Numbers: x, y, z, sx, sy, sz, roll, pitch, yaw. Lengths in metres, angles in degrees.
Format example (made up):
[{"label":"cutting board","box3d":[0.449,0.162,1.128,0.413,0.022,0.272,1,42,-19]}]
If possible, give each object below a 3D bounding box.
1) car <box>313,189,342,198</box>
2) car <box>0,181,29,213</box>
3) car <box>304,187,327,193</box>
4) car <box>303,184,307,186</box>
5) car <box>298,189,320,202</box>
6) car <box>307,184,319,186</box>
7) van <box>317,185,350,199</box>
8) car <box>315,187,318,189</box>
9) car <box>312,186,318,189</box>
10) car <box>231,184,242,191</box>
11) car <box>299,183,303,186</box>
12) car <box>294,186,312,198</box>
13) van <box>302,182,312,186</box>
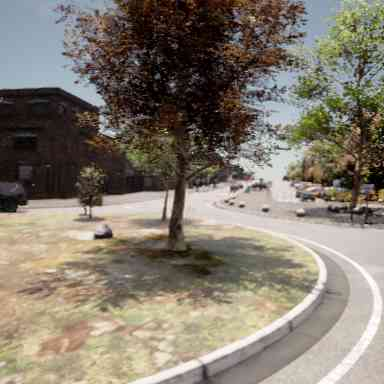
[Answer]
[{"label":"car","box3d":[25.676,0.235,63.081,4.792,1.488,2.163,2,3,13]},{"label":"car","box3d":[-13.566,0.318,21.329,5.566,2.045,2.150,1,1,-38]},{"label":"car","box3d":[29.391,-0.495,79.298,4.674,1.452,2.002,2,3,13]},{"label":"car","box3d":[28.765,-0.412,76.593,5.008,1.535,2.097,2,3,13]},{"label":"car","box3d":[17.353,0.689,49.680,1.837,1.490,4.892,2,2,13]},{"label":"car","box3d":[27.554,-0.291,71.176,4.553,1.767,2.185,2,3,13]},{"label":"van","box3d":[23.664,0.349,54.997,4.442,1.987,1.878,2,3,13]},{"label":"car","box3d":[24.427,0.483,57.677,4.792,1.488,2.163,2,3,13]},{"label":"car","box3d":[24.842,0.320,60.427,5.366,1.575,1.946,2,3,13]},{"label":"car","box3d":[10.593,-0.969,81.589,1.837,1.490,4.892,2,3,13]},{"label":"car","box3d":[31.239,-0.873,87.407,4.792,1.488,2.163,2,3,13]},{"label":"car","box3d":[19.592,0.294,59.461,2.128,1.511,4.902,2,3,13]},{"label":"van","box3d":[30.137,-0.879,81.959,4.442,1.987,1.878,2,3,13]}]
